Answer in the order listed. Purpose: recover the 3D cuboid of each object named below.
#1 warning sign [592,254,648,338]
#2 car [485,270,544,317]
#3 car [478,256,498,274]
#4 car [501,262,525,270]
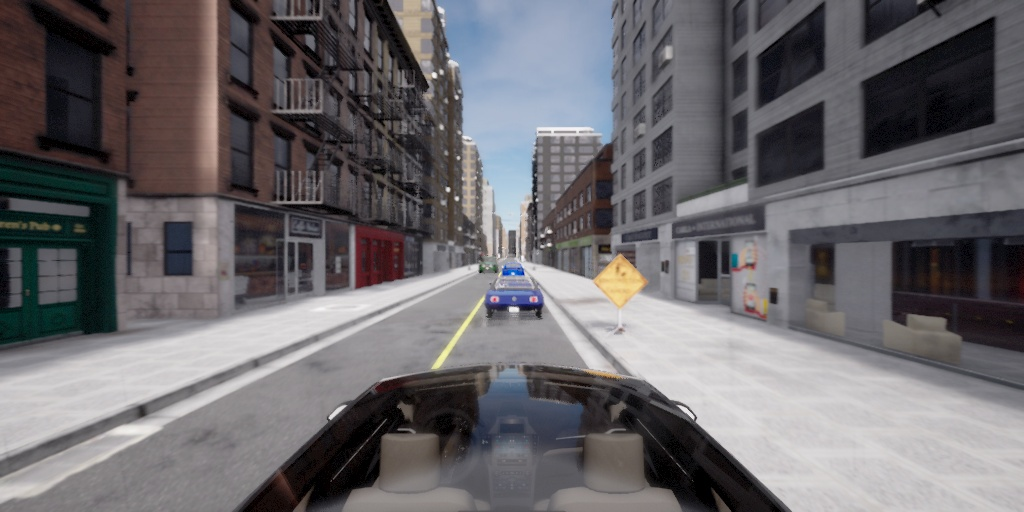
[{"bbox_3d":[2.519,0.880,8.404,1.300,1.860,1.060,0,0,0],"label":"warning sign"},{"bbox_3d":[0.085,1.377,13.308,1.895,1.301,4.718,0,0,0],"label":"car"},{"bbox_3d":[-2.833,1.067,43.748,2.150,2.045,5.566,0,0,0],"label":"car"},{"bbox_3d":[0.098,1.297,31.473,1.882,1.535,5.008,0,0,0],"label":"car"}]
